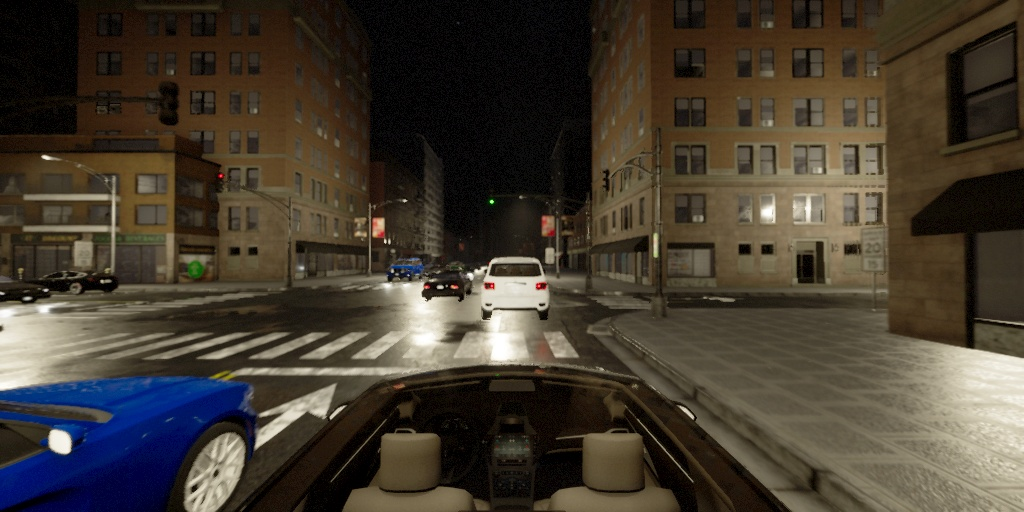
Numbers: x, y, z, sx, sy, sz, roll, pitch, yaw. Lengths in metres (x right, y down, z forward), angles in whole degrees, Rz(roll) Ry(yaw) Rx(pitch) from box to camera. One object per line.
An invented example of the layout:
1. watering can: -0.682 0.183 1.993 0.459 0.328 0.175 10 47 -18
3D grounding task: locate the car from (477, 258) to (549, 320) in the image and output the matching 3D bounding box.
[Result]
1. car: 0.108 1.076 13.346 2.150 2.045 5.566 0 0 0

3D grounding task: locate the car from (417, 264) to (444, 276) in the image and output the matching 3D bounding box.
1. car: -9.768 1.659 43.674 2.033 1.411 5.357 0 0 1

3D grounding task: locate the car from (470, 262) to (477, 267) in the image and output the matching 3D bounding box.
1. car: -6.461 1.782 51.915 1.895 1.301 4.718 0 0 0

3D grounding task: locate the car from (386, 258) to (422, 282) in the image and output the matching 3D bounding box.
1. car: -9.813 1.246 33.429 2.150 2.045 5.566 0 0 0

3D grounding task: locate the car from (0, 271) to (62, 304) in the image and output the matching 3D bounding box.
1. car: -23.131 1.408 15.185 5.357 1.411 2.033 0 -1 0

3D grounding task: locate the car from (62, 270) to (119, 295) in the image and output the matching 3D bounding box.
1. car: -25.360 1.495 20.676 4.313 1.339 1.948 0 0 0

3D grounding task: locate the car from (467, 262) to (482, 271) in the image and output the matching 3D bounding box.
1. car: -6.452 1.817 62.514 2.033 1.411 5.357 0 0 0

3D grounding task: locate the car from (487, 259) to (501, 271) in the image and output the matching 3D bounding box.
1. car: -3.190 1.500 63.659 2.150 2.045 5.566 0 -1 0

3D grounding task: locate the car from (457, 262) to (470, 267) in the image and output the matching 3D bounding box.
1. car: -6.537 1.447 41.645 2.097 1.767 4.553 0 0 0

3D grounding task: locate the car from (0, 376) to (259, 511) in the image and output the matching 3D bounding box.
1. car: -3.151 1.223 1.112 1.882 1.535 5.008 0 -1 0

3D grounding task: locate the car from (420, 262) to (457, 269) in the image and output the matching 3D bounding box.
1. car: -6.566 1.523 32.649 1.837 1.490 4.892 0 0 0

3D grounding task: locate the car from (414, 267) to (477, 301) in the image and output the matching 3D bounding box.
1. car: -3.139 1.446 18.227 2.033 1.411 5.357 0 -1 0
